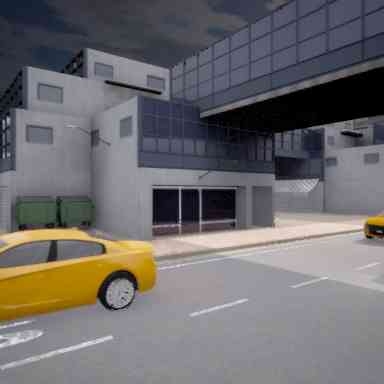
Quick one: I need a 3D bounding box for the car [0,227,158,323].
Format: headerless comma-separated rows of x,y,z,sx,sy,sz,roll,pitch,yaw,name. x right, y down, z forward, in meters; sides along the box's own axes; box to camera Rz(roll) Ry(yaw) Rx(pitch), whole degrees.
-3.066,1.477,6.241,5.008,1.535,1.882,0,0,-34,car

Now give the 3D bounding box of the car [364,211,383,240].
10.224,1.480,16.071,5.008,1.535,1.882,0,0,-37,car

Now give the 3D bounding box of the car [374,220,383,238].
7.782,1.549,9.863,5.357,1.411,2.033,0,0,-37,car
